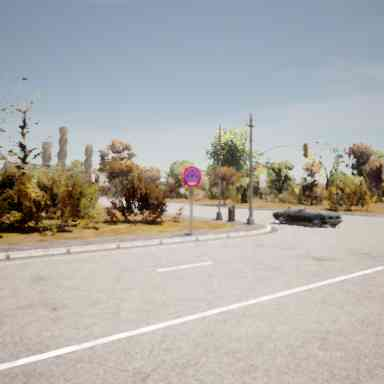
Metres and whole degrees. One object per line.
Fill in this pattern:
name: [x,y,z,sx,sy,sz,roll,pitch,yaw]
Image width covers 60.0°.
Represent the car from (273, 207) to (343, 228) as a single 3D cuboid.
car: [8.037,1.721,23.380,1.895,1.301,4.718,0,0,-32]
